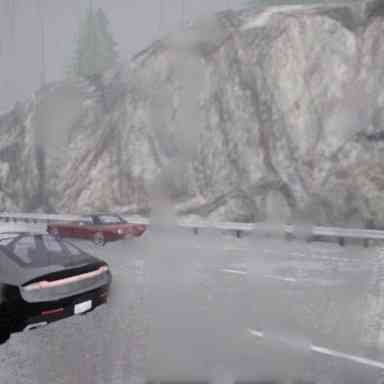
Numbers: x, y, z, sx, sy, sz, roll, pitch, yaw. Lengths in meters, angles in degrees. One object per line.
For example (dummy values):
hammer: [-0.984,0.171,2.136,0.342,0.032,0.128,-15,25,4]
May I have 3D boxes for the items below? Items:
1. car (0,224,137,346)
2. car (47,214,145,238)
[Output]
car: [-3.652,1.519,6.315,4.902,1.511,2.128,0,0,34]
car: [-4.527,1.643,15.184,4.718,1.301,1.895,0,0,32]
